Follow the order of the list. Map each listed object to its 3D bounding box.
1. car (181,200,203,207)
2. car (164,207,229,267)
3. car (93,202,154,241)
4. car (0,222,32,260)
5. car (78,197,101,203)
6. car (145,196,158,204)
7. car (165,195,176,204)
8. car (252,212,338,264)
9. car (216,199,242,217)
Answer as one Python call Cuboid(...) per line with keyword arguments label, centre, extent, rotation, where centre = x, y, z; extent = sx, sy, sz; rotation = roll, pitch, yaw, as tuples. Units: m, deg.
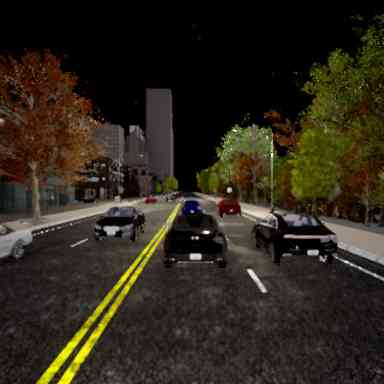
Cuboid(label="car", centre=(-0.027, 1.434, 29.444), extent=(1.812, 1.442, 4.674), rotation=(0, 0, -1))
Cuboid(label="car", centre=(0.099, 1.469, 11.296), extent=(1.837, 1.490, 4.892), rotation=(0, 0, 0))
Cuboid(label="car", centre=(-3.362, 1.440, 16.268), extent=(2.128, 1.511, 4.902), rotation=(0, 0, 0))
Cuboid(label="car", centre=(-6.601, 1.570, 9.595), extent=(1.895, 1.301, 4.718), rotation=(0, 0, 0))
Cuboid(label="car", centre=(-20.694, 1.614, 67.096), extent=(4.313, 1.339, 1.947), rotation=(-1, 1, -1))
Cuboid(label="car", centre=(-7.103, 1.421, 58.669), extent=(1.895, 1.301, 4.718), rotation=(0, 0, -1))
Cuboid(label="car", centre=(-3.859, 1.346, 59.311), extent=(2.128, 1.511, 4.902), rotation=(0, 0, -1))
Cuboid(label="car", centre=(3.350, 1.455, 11.628), extent=(2.128, 1.511, 4.902), rotation=(0, 0, 0))
Cuboid(label="car", centre=(3.218, 1.384, 29.859), extent=(1.882, 1.535, 5.008), rotation=(0, 0, -1))
